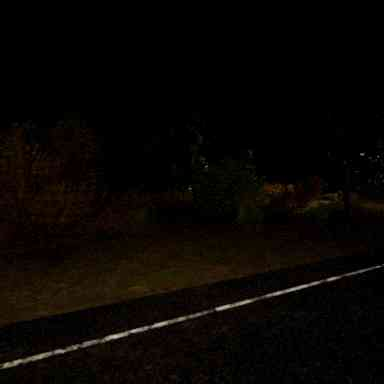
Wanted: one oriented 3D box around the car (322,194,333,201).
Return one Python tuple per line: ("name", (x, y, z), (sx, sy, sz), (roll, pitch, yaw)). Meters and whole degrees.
("car", (31.356, 1.150, 76.982), (2.097, 1.767, 4.553), (0, 0, -37))
